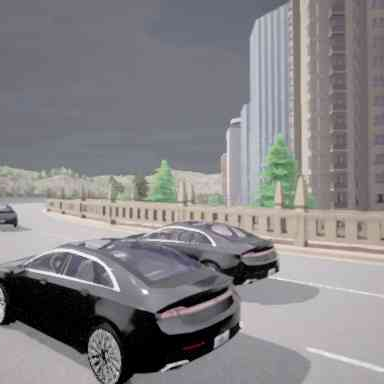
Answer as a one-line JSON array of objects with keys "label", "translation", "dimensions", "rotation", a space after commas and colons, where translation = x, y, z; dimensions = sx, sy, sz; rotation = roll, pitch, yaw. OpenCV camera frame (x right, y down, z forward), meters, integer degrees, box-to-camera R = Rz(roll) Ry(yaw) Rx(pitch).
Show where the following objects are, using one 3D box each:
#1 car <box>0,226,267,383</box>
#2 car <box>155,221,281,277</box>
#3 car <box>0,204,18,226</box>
[{"label": "car", "translation": [-1.547, 1.511, 5.418], "dimensions": [4.902, 1.511, 2.128], "rotation": [0, 0, 38]}, {"label": "car", "translation": [-0.133, 1.525, 8.788], "dimensions": [4.902, 1.511, 2.128], "rotation": [0, 0, 39]}, {"label": "car", "translation": [-12.818, 1.550, 21.839], "dimensions": [2.128, 1.511, 4.902], "rotation": [0, 0, -38]}]
